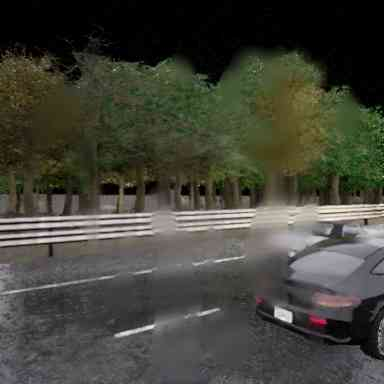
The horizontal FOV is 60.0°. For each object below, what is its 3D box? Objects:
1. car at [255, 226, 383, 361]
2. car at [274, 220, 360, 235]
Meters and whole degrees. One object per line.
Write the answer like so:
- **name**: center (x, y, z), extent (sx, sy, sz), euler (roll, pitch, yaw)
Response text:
- **car**: center (3.155, 1.530, 5.899), extent (4.674, 1.442, 1.812), euler (0, 0, -35)
- **car**: center (4.911, 1.605, 11.333), extent (4.718, 1.301, 1.895), euler (0, 0, -34)
